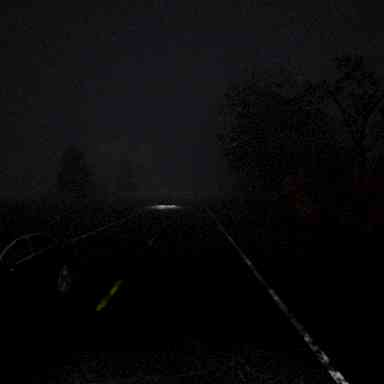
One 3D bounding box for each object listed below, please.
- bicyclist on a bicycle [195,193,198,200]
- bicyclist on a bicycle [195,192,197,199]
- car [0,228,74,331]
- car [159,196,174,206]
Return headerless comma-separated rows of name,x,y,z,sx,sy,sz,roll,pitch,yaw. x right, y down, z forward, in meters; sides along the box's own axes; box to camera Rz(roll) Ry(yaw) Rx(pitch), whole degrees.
bicyclist on a bicycle,0.965,0.962,71.129,0.582,1.620,1.656,0,0,0
bicyclist on a bicycle,0.965,0.896,80.129,0.582,1.620,1.656,0,0,0
car,-3.601,1.453,5.679,2.128,1.511,4.902,0,0,0
car,-3.580,1.242,47.479,1.994,1.385,4.181,0,0,0
